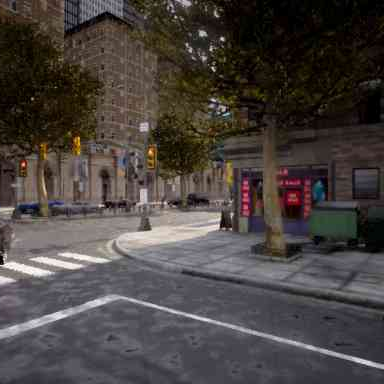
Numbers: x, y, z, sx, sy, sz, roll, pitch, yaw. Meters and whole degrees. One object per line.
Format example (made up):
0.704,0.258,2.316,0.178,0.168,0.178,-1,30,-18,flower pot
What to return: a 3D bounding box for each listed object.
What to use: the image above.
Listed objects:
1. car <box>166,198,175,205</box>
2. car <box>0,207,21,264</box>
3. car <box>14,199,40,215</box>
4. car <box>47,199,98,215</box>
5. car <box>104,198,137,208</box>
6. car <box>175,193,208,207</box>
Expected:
-1.898,1.547,54.159,2.033,1.411,5.357,0,0,36,car
-7.266,1.494,11.367,2.128,1.511,4.902,-1,0,-25,car
-15.920,1.478,34.806,1.882,1.535,5.008,0,0,37,car
-12.081,1.601,34.053,1.895,1.301,4.718,0,0,36,car
-10.277,1.595,47.932,1.895,1.301,4.718,0,0,36,car
0.347,1.221,51.290,2.150,2.045,5.566,0,0,36,car
